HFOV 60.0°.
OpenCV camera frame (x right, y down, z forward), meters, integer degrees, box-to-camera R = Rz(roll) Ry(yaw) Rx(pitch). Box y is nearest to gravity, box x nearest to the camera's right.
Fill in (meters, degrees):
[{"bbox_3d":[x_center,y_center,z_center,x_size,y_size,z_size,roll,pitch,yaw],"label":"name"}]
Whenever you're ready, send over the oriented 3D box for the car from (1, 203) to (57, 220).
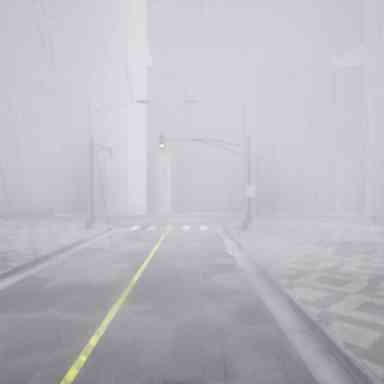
[{"bbox_3d":[-14.529,1.727,29.733,4.674,1.442,1.812,0,-1,0],"label":"car"}]
